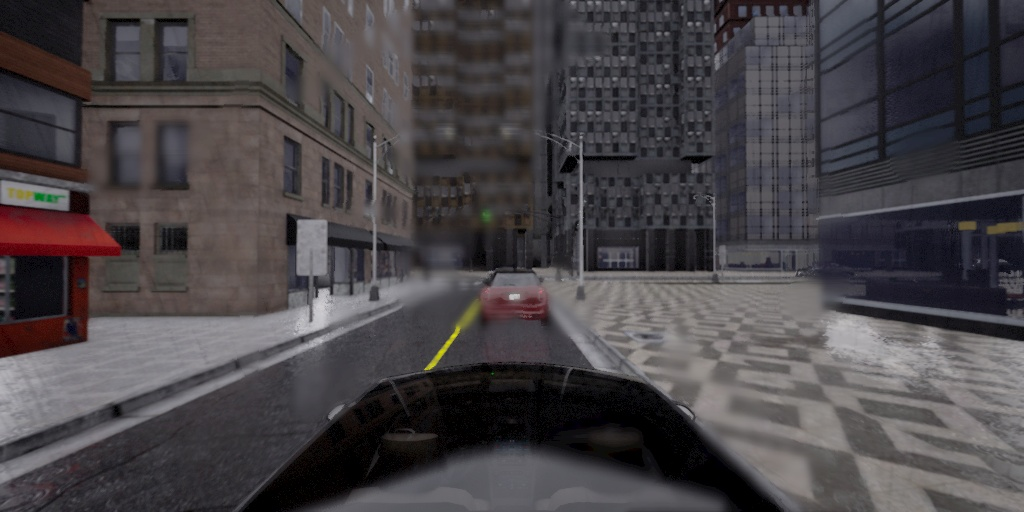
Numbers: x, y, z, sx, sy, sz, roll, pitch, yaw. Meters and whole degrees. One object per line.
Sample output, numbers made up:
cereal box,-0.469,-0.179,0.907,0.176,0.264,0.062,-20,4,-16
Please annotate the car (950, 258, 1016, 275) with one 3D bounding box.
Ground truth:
car,46.802,1.008,35.730,4.553,1.767,2.097,0,-1,0

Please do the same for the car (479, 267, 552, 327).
car,0.092,1.211,12.222,2.097,1.767,4.553,0,-1,0

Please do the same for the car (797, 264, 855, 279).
car,31.348,1.552,35.950,4.902,1.511,2.128,0,-1,1

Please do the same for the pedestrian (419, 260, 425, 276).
pedestrian,-9.901,1.295,39.350,0.375,1.860,0.375,0,-1,0

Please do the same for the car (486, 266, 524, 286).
car,-0.738,1.590,29.860,2.033,1.411,5.357,0,-1,-14
